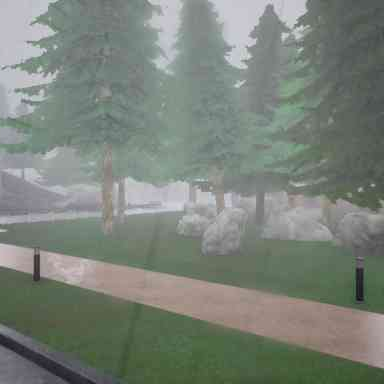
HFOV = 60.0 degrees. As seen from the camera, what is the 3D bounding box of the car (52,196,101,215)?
[{"bbox_3d":[-11.000,1.191,31.856,2.097,1.767,4.553,0,0,36],"label":"car"}]
